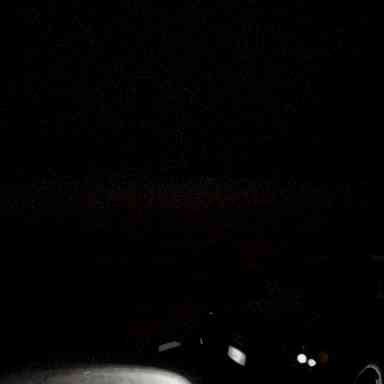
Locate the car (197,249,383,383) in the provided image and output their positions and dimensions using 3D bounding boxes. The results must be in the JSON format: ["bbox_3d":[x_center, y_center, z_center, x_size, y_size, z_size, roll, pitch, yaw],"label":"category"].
[{"bbox_3d":[2.153,1.555,4.623,4.181,1.385,1.994,0,0,-33],"label":"car"}]
